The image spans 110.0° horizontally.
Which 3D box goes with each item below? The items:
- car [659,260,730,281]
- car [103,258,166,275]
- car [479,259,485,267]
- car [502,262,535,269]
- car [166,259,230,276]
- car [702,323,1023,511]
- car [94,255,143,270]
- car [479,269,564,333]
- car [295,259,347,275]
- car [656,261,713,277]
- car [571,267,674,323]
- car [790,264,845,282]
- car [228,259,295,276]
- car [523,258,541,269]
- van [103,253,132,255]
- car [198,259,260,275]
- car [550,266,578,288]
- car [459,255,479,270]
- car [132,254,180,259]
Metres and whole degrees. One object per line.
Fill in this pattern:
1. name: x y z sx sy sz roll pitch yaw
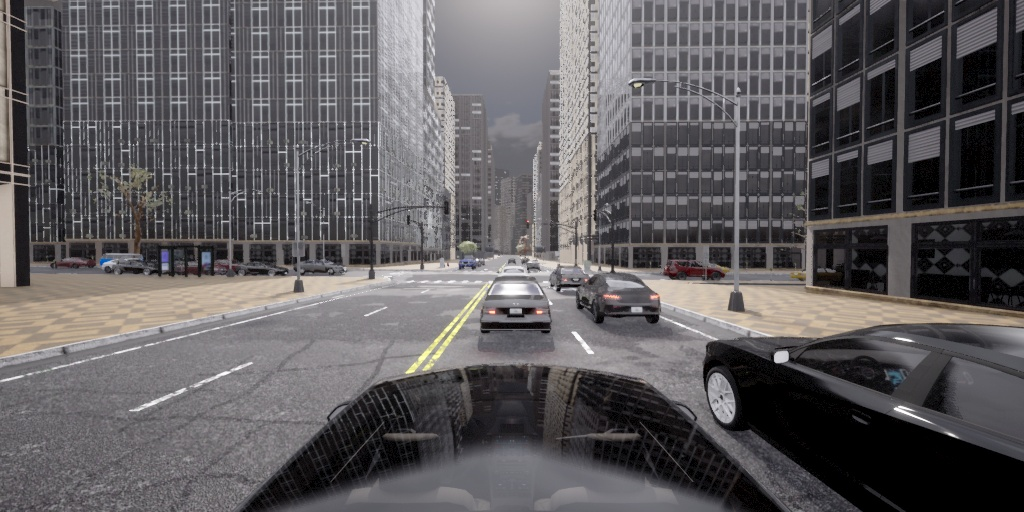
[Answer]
1. car: 16.180 1.268 32.141 5.009 1.841 2.192 0 0 1
2. car: -34.110 1.069 32.953 4.313 1.339 1.948 0 0 1
3. car: -6.592 1.193 63.788 2.128 1.511 4.902 0 0 0
4. car: 0.092 1.266 20.228 1.812 1.442 4.674 0 0 0
5. car: -28.429 1.138 32.782 4.207 1.307 1.802 0 0 1
6. car: 3.345 1.227 2.560 1.882 1.535 5.008 0 0 0
7. car: -37.960 0.951 35.668 4.674 1.442 1.812 1 1 2
8. car: 0.097 1.294 10.637 2.033 1.411 5.357 0 0 0
9. car: -18.814 1.091 35.279 4.902 1.511 2.128 1 1 1
10. car: 18.158 1.368 37.886 4.902 1.511 2.128 1 1 1
11. car: 3.347 1.271 11.906 1.812 1.442 4.674 0 0 0
12. car: 27.629 1.578 31.950 4.829 1.417 1.751 0 0 1
13. car: -22.745 1.173 32.651 4.313 1.339 1.948 0 0 1
14. car: 2.963 1.267 49.395 2.033 1.411 5.357 0 0 4
15. van: -45.305 0.605 41.608 3.998 1.789 1.690 0 0 1
16. car: -27.910 1.042 35.460 4.674 1.442 1.812 1 1 1
17. car: 3.344 1.287 21.317 2.033 1.411 5.357 0 0 0
18. car: -6.621 0.935 53.870 2.150 2.045 5.566 0 0 0
19. car: -37.812 0.879 38.858 4.892 1.490 1.837 0 1 1
